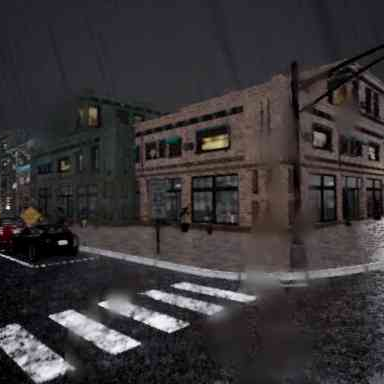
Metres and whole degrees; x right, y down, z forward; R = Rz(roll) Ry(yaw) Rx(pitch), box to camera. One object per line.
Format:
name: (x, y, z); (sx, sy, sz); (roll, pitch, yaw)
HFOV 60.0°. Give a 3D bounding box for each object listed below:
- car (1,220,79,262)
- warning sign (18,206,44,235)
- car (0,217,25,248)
car: (-6.429, 2.060, 14.390); (1.947, 1.339, 4.313); (-1, -1, -44)
warning sign: (-10.899, 1.897, 22.507); (1.300, 1.860, 1.060); (1, -2, -44)
car: (-10.270, 2.108, 18.396); (1.967, 1.590, 4.097); (-1, -1, -44)
